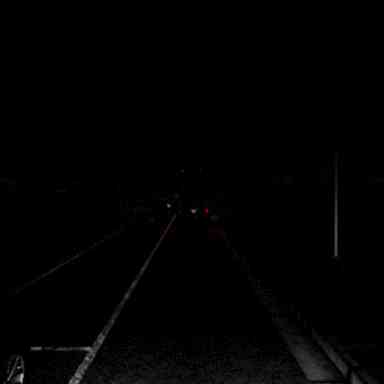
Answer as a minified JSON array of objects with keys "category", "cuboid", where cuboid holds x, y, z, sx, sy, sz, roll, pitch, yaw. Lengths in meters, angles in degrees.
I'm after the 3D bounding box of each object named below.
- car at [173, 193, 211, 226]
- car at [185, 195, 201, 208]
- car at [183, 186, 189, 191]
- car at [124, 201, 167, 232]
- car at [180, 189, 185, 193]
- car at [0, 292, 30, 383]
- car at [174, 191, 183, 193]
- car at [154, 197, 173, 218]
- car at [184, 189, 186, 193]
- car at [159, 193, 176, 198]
[{"category":"car","cuboid":[0.092,1.139,21.564,2.097,1.767,4.553,0,1,0]},{"category":"car","cuboid":[0.088,1.111,40.961,1.895,1.301,4.718,0,1,0]},{"category":"car","cuboid":[-2.655,-0.294,95.557,2.008,1.369,4.403,1,2,0]},{"category":"car","cuboid":[-2.642,1.407,18.653,1.802,1.307,4.206,0,1,0]},{"category":"car","cuboid":[-2.648,0.730,57.399,1.887,1.381,4.507,1,1,0]},{"category":"car","cuboid":[-2.642,1.555,2.034,1.947,1.339,4.313,0,0,0]},{"category":"car","cuboid":[-2.647,0.966,46.329,2.008,1.369,4.403,1,1,0]},{"category":"car","cuboid":[-2.643,1.318,24.185,1.947,1.339,4.313,0,1,0]},{"category":"car","cuboid":[-2.648,0.600,62.933,1.887,1.381,4.507,1,1,0]},{"category":"car","cuboid":[-2.644,1.120,29.716,1.967,1.590,4.097,0,1,0]}]
